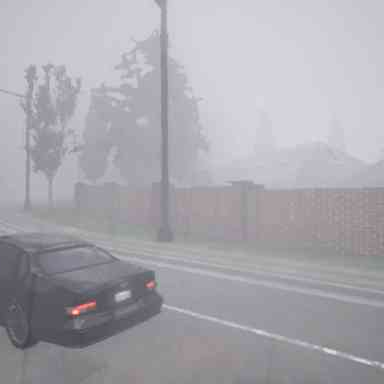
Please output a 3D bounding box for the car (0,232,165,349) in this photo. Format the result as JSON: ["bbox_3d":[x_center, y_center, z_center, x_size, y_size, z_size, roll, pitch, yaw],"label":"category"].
[{"bbox_3d":[-3.008,1.484,6.145,5.357,1.411,2.033,1,0,36],"label":"car"}]
